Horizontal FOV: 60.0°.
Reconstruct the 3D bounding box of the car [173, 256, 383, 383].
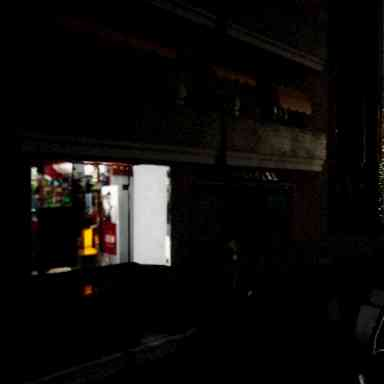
[{"bbox_3d":[1.810,1.553,3.946,4.313,1.339,1.947,0,0,-37],"label":"car"}]
